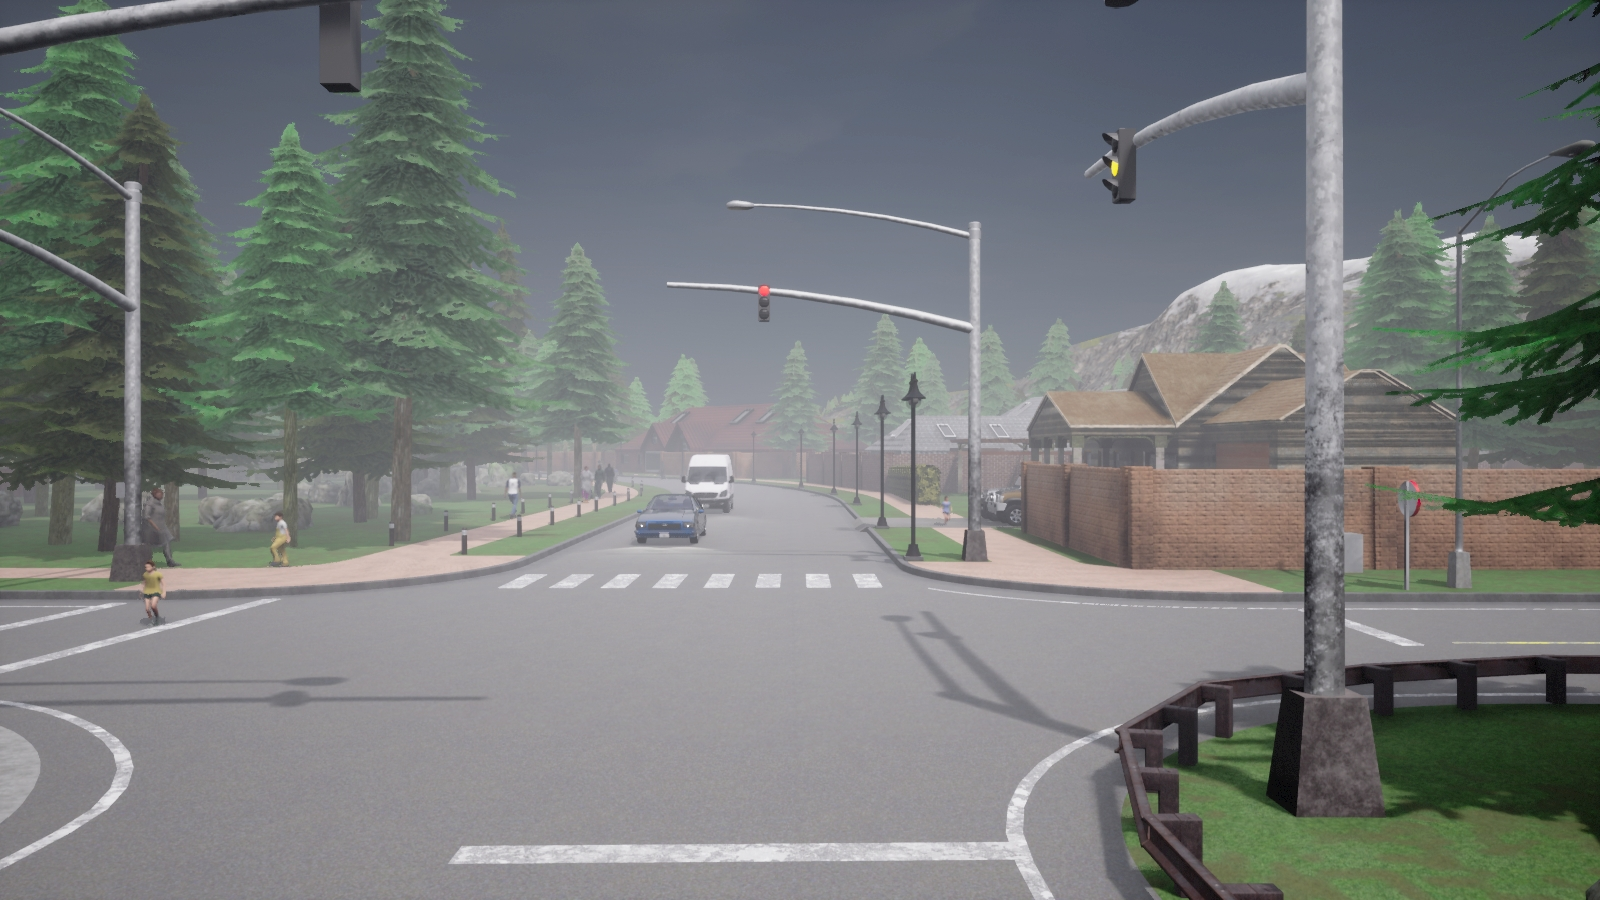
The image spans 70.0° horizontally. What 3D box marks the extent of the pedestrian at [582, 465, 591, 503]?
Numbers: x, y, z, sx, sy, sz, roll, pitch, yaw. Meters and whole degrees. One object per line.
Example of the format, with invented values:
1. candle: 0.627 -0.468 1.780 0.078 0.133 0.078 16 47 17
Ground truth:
1. pedestrian: -10.431 1.664 55.704 0.375 1.860 0.375 0 0 -2

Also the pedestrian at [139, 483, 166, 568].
1. pedestrian: -14.362 1.676 25.357 0.375 1.860 0.375 0 0 1

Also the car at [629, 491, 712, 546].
1. car: -3.930 2.072 35.589 2.033 1.411 5.357 0 0 0

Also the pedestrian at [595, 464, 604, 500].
1. pedestrian: -10.516 1.661 59.894 0.375 1.860 0.375 0 0 -2

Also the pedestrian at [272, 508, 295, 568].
1. pedestrian: -11.537 1.956 25.530 0.375 1.300 0.375 0 0 -41

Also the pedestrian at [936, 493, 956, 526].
1. pedestrian: 4.993 2.046 39.086 0.500 1.100 0.500 0 0 -14

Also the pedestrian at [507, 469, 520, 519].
1. pedestrian: -10.863 1.664 43.370 0.375 1.860 0.375 0 0 5

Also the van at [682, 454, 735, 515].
1. van: -4.080 1.500 51.706 1.988 2.561 5.915 0 0 -1

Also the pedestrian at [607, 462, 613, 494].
1. pedestrian: -11.347 1.662 68.142 0.375 1.860 0.375 0 0 -9

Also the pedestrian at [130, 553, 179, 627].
1. pedestrian: -10.204 2.209 18.066 0.500 1.100 0.500 0 0 -2
